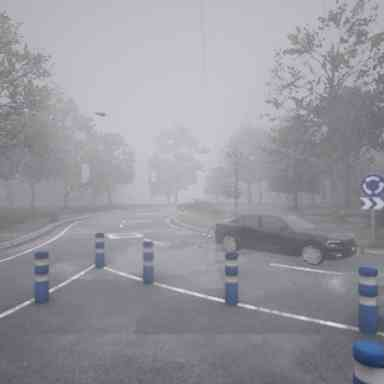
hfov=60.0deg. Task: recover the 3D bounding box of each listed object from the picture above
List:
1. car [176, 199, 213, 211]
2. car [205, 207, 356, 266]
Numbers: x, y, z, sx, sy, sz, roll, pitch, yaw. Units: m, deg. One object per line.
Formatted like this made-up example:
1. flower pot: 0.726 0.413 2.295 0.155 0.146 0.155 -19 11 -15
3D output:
1. car: 0.310 1.466 38.005 1.895 1.301 4.718 0 0 39
2. car: 3.054 1.445 11.756 5.008 1.535 1.882 0 1 44
